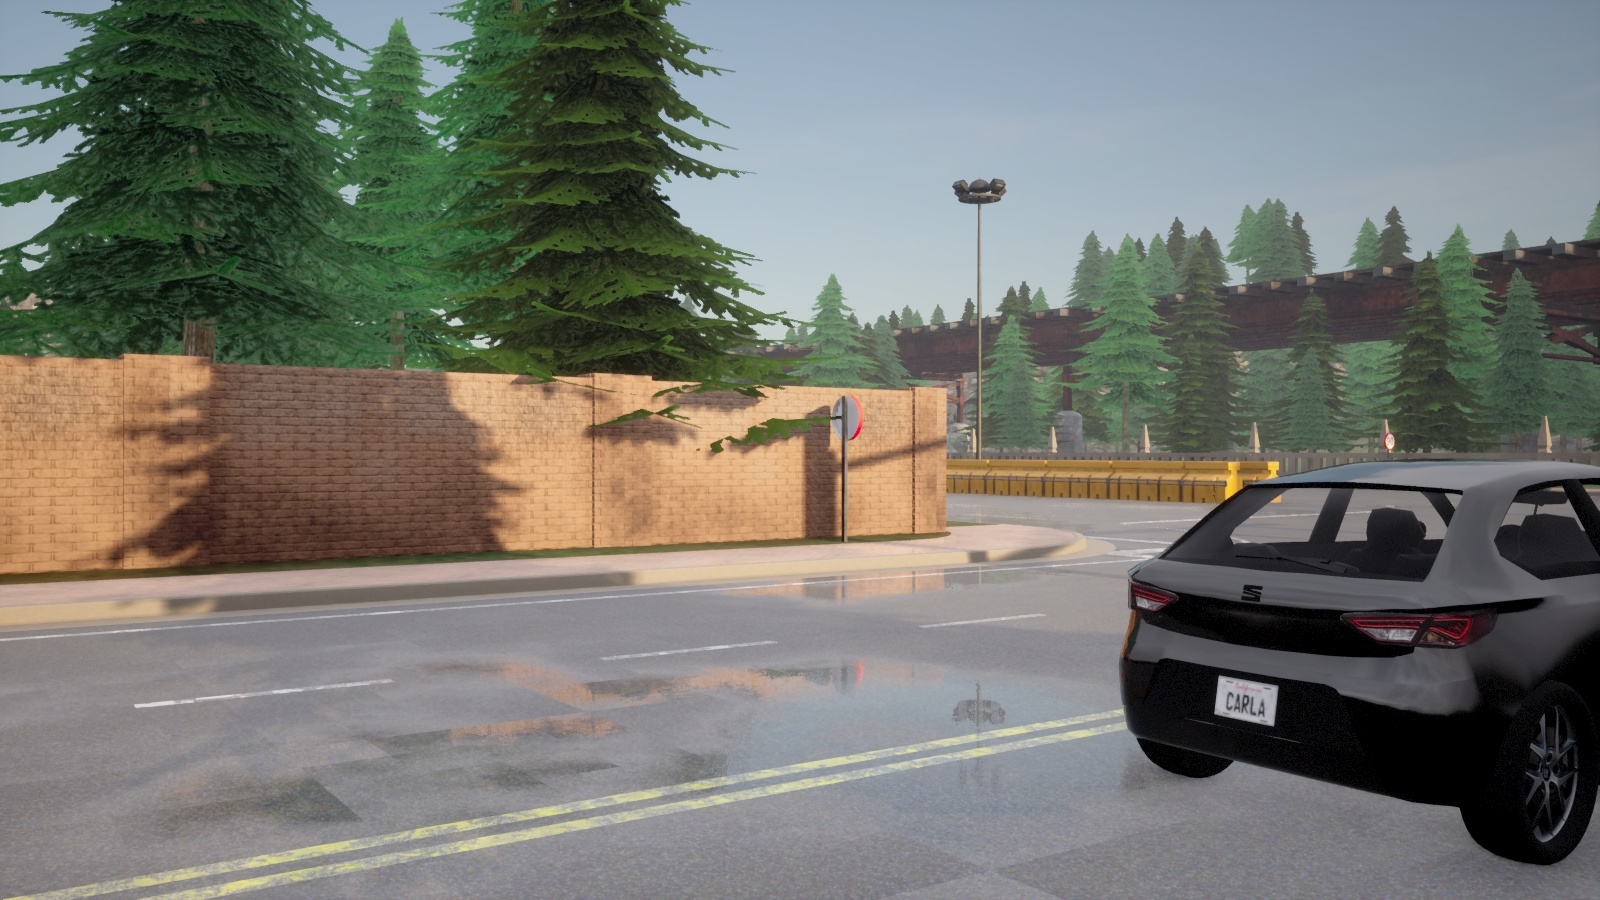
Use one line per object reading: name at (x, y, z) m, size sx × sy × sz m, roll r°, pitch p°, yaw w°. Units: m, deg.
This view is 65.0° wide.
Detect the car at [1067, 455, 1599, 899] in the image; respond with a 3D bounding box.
car at (3.427, 0.766, 6.046) m, size 4.193 × 1.474 × 1.816 m, roll 0°, pitch 0°, yaw -35°
